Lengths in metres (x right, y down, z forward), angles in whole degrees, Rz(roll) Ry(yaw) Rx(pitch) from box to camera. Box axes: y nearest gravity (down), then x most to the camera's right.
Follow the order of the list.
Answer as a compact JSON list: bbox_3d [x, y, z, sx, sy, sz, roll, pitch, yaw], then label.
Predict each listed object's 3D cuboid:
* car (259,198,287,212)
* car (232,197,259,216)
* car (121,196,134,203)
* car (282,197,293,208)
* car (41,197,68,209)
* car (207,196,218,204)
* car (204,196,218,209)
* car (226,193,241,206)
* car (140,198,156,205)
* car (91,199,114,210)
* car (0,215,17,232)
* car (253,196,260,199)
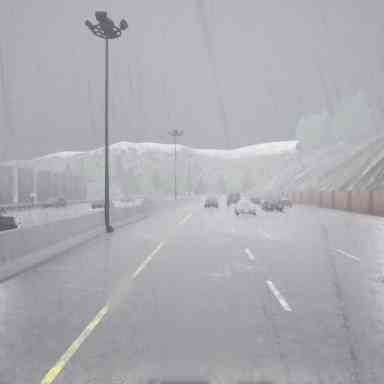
[{"bbox_3d":[9.108,1.601,38.027,1.895,1.301,4.718,0,0,5],"label":"car"},{"bbox_3d":[5.222,1.526,33.104,1.812,1.442,4.674,0,0,4],"label":"car"},{"bbox_3d":[-13.411,1.525,69.097,2.128,1.511,4.902,0,0,3],"label":"car"},{"bbox_3d":[13.464,1.526,48.870,1.812,1.442,4.674,0,0,5],"label":"car"},{"bbox_3d":[-18.601,1.507,45.188,1.837,1.490,4.892,0,-1,5],"label":"car"},{"bbox_3d":[3.951,1.547,64.213,2.033,1.411,5.357,0,0,4],"label":"car"},{"bbox_3d":[2.741,1.601,46.322,1.895,1.301,4.718,0,0,4],"label":"car"},{"bbox_3d":[6.852,1.213,54.441,2.150,2.045,5.566,0,-1,4],"label":"car"},{"bbox_3d":[-7.300,1.601,55.566,1.895,1.301,4.718,0,0,4],"label":"car"},{"bbox_3d":[-11.713,1.564,43.699,1.994,1.385,4.181,0,0,4],"label":"car"},{"bbox_3d":[-10.130,1.547,14.990,2.033,1.411,5.357,0,0,3],"label":"car"},{"bbox_3d":[10.399,1.501,55.164,1.837,1.490,4.892,0,-1,4],"label":"car"}]
